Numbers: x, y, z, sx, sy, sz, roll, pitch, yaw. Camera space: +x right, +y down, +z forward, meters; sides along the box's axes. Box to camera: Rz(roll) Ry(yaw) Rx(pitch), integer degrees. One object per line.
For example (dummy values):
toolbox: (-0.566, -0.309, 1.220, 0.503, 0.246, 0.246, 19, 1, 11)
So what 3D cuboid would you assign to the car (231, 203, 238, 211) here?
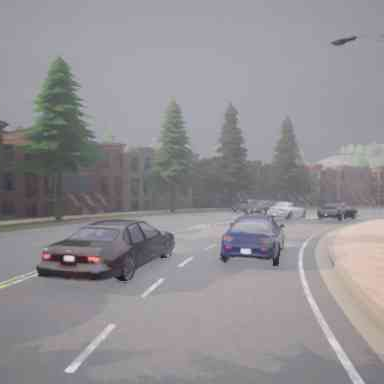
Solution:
car: (6.314, 1.528, 36.628, 4.892, 1.490, 1.837, 0, 0, -41)

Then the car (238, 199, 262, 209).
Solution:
car: (6.981, 1.539, 32.498, 4.892, 1.490, 1.837, 0, 0, -44)

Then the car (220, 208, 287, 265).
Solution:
car: (2.240, 1.535, 11.744, 1.812, 1.442, 4.674, 0, 0, 17)

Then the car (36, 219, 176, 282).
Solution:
car: (-2.072, 1.516, 9.735, 2.033, 1.411, 5.357, 1, 0, 15)

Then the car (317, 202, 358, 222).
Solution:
car: (12.106, 1.583, 27.534, 2.128, 1.511, 4.902, 0, 0, 44)

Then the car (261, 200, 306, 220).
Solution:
car: (8.105, 1.576, 28.376, 1.812, 1.442, 4.674, 0, 0, 41)
